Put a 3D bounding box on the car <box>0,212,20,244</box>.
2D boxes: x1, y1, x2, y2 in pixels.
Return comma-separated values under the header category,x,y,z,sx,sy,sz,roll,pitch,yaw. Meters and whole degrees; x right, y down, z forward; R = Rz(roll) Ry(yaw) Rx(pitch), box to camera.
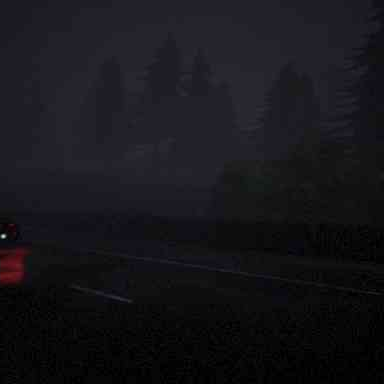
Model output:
category,x,y,z,sx,sy,sz,roll,pitch,yaw
car,-9.830,1.613,15.312,4.892,1.490,1.837,-1,0,36
